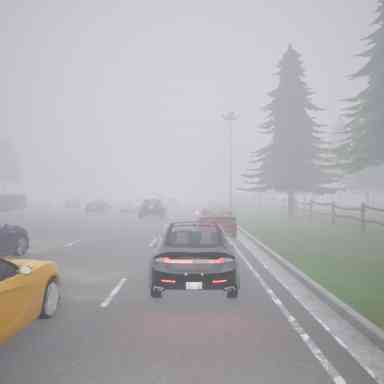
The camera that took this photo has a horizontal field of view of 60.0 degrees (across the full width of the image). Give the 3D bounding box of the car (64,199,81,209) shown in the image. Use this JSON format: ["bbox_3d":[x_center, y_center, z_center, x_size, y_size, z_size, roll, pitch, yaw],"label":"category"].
[{"bbox_3d":[-16.447,1.601,46.033,1.895,1.301,4.718,0,0,-15],"label":"car"}]

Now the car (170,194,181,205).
[{"bbox_3d":[-3.368,1.525,59.434,1.812,1.442,4.674,0,0,0],"label":"car"}]

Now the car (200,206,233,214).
[{"bbox_3d":[1.236,1.478,17.821,1.882,1.535,5.008,0,0,0],"label":"car"}]

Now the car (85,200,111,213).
[{"bbox_3d":[-10.377,1.564,36.993,1.994,1.385,4.181,0,0,0],"label":"car"}]

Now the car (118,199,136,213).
[{"bbox_3d":[-6.891,1.525,37.396,1.812,1.442,4.674,0,0,0],"label":"car"}]

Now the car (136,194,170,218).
[{"bbox_3d":[-3.382,1.352,29.727,2.097,1.767,4.553,0,0,0],"label":"car"}]

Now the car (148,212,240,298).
[{"bbox_3d":[0.057,1.492,8.480,2.128,1.511,4.902,0,0,0],"label":"car"}]

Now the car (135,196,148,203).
[{"bbox_3d":[-10.358,1.601,68.458,1.895,1.301,4.718,0,0,0],"label":"car"}]

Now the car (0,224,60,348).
[{"bbox_3d":[-3.397,1.477,4.270,1.882,1.535,5.008,0,0,0],"label":"car"}]

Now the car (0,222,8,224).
[{"bbox_3d":[-6.894,1.352,10.072,2.097,1.767,4.553,0,0,0],"label":"car"}]
